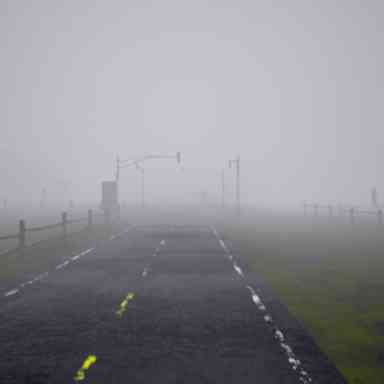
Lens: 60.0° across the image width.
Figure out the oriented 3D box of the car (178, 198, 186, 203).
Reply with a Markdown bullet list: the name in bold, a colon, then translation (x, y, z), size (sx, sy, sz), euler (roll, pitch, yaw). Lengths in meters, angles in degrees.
- **car**: translation (-2.514, 2.151, 83.254), size (1.994, 1.385, 4.181), euler (0, 0, 0)

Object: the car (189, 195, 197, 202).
- **car**: translation (0.279, 2.131, 91.325), size (1.882, 1.535, 5.008), euler (0, 0, 0)
